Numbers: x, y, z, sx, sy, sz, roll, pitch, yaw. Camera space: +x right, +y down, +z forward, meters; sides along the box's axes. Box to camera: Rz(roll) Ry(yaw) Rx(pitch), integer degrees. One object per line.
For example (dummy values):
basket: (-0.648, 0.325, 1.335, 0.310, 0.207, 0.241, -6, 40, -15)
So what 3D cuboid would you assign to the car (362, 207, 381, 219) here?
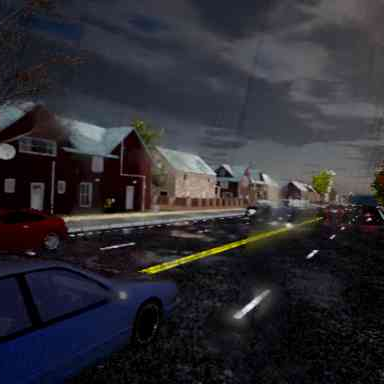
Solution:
car: (24.407, 2.791, 45.257, 2.033, 1.411, 5.357, 3, 0, 29)

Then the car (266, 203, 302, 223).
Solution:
car: (8.959, 1.984, 31.041, 2.033, 1.411, 5.357, 3, 0, 29)

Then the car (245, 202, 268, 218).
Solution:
car: (7.011, 1.830, 34.212, 2.128, 1.511, 4.902, 3, 0, 29)

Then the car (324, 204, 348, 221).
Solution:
car: (15.924, 2.148, 36.599, 2.097, 1.767, 4.553, 3, 0, 30)

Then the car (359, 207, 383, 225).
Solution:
car: (18.078, 2.407, 33.755, 1.837, 1.490, 4.892, 3, -1, 29)

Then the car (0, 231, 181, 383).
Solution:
car: (-2.174, 1.433, 3.710, 2.033, 1.411, 5.357, 3, 0, 29)

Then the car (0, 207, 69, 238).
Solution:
car: (-6.086, 1.208, 10.487, 1.812, 1.442, 4.674, 3, 0, 29)
